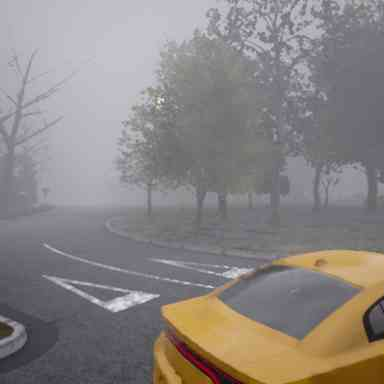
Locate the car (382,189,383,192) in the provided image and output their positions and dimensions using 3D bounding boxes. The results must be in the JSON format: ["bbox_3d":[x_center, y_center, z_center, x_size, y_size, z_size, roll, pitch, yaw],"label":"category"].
[{"bbox_3d":[42.558,0.609,79.577,4.892,1.521,2.231,0,1,36],"label":"car"}]

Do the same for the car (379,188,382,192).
[{"bbox_3d":[40.957,0.532,77.324,4.553,1.767,2.185,0,1,36],"label":"car"}]

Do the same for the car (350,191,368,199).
[{"bbox_3d":[36.074,0.668,70.643,4.553,1.767,2.185,0,1,36],"label":"car"}]

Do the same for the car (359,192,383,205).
[{"bbox_3d":[25.214,1.139,43.679,5.008,1.535,1.882,0,0,40],"label":"car"}]

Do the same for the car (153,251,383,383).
[{"bbox_3d":[2.049,1.439,3.780,5.008,1.535,1.882,-1,0,-28],"label":"car"}]

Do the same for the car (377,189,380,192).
[{"bbox_3d":[37.676,0.751,72.896,5.008,1.535,2.097,0,1,36],"label":"car"}]
